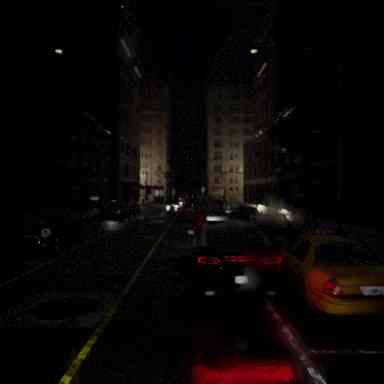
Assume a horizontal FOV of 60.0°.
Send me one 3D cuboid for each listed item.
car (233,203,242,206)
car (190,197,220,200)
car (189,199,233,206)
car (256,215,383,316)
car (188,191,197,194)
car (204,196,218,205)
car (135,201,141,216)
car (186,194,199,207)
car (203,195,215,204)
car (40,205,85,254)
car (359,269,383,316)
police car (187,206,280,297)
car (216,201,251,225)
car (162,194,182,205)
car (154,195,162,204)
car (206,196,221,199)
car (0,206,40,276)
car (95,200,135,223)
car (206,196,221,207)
[{"bbox_3d":[2.888,1.479,18.493,1.947,1.339,4.313,-1,0,0],"label":"car"},{"bbox_3d":[0.937,1.390,24.552,1.837,1.490,4.892,0,0,0],"label":"car"},{"bbox_3d":[0.928,1.391,18.553,1.882,1.535,5.008,0,0,0],"label":"car"},{"bbox_3d":[2.867,1.490,7.492,1.752,1.417,4.829,-1,0,0],"label":"car"},{"bbox_3d":[0.095,0.923,59.757,2.150,2.045,5.566,0,0,0],"label":"car"},{"bbox_3d":[2.950,1.309,52.008,1.947,1.339,4.313,-1,0,0],"label":"car"},{"bbox_3d":[-5.630,1.441,29.679,1.802,1.307,4.206,-1,0,0],"label":"car"},{"bbox_3d":[0.085,1.376,46.095,1.895,1.301,4.718,0,0,1],"label":"car"},{"bbox_3d":[2.960,1.295,57.594,1.802,1.307,4.206,-1,0,0],"label":"car"},{"bbox_3d":[-5.659,1.379,12.921,1.967,1.590,4.097,-1,0,0],"label":"car"},{"bbox_3d":[2.857,1.573,1.736,1.802,1.307,4.206,-1,0,0],"label":"car"},{"bbox_3d":[0.911,1.385,8.662,1.930,1.638,5.238,0,0,0],"label":"police car"},{"bbox_3d":[2.898,1.437,24.079,2.008,1.369,4.403,-1,0,0],"label":"car"},{"bbox_3d":[-2.969,1.315,50.719,1.994,1.385,4.181,0,0,1],"label":"car"},{"bbox_3d":[-5.585,1.258,57.607,1.887,1.381,4.507,-1,0,0],"label":"car"},{"bbox_3d":[2.929,1.353,40.837,2.008,1.369,4.403,-1,0,0],"label":"car"},{"bbox_3d":[-5.670,1.280,7.335,2.192,1.841,5.009,-1,0,0],"label":"car"},{"bbox_3d":[-5.641,1.326,24.092,1.967,1.590,4.097,-1,0,0],"label":"car"},{"bbox_3d":[2.940,1.297,46.592,1.752,1.417,4.829,-1,0,0],"label":"car"}]
